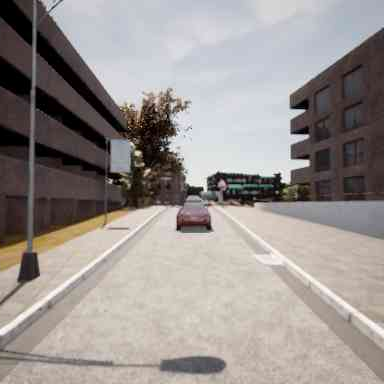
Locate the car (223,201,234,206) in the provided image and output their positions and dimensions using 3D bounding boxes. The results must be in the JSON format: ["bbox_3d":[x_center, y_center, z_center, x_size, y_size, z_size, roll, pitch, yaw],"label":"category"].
[{"bbox_3d":[7.801,3.241,85.418,2.185,1.767,4.553,7,-4,-31],"label":"car"}]

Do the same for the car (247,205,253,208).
[{"bbox_3d":[13.631,3.959,86.671,1.946,1.575,5.366,7,-4,-30],"label":"car"}]

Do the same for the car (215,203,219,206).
[{"bbox_3d":[4.829,2.986,84.920,2.185,1.767,4.553,5,-4,-31],"label":"car"}]

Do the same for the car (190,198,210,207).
[{"bbox_3d":[1.949,2.687,84.332,2.435,2.045,5.566,2,-3,-30],"label":"car"}]

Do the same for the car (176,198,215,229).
[{"bbox_3d":[0.093,1.309,19.551,1.994,1.385,4.181,0,1,0],"label":"car"}]

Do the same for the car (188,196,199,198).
[{"bbox_3d":[0.153,1.159,37.369,2.033,1.411,5.357,0,-1,1],"label":"car"}]

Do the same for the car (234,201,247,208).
[{"bbox_3d":[10.798,3.414,85.976,2.435,2.045,5.566,8,-5,-30],"label":"car"}]
